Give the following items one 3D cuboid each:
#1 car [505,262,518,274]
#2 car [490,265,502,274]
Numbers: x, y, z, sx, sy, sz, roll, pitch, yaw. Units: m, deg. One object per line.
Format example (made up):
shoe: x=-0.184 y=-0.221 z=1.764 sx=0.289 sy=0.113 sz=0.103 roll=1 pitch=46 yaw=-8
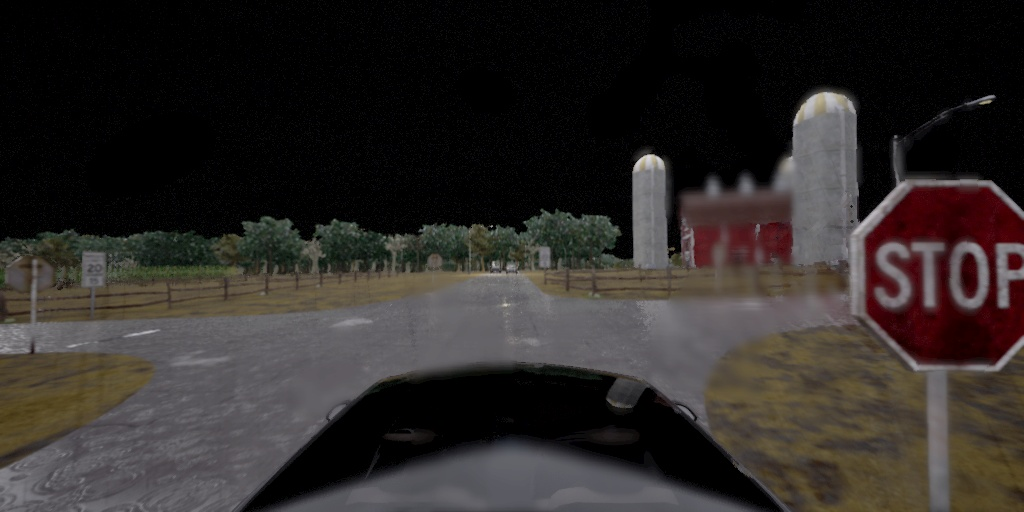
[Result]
car: x=-0.031 y=2.168 z=57.471 sx=2.128 sy=1.511 sz=4.902 roll=0 pitch=-1 yaw=0
car: x=-2.784 y=2.342 z=62.479 sx=2.033 sy=1.411 sz=5.357 roll=0 pitch=-1 yaw=0
